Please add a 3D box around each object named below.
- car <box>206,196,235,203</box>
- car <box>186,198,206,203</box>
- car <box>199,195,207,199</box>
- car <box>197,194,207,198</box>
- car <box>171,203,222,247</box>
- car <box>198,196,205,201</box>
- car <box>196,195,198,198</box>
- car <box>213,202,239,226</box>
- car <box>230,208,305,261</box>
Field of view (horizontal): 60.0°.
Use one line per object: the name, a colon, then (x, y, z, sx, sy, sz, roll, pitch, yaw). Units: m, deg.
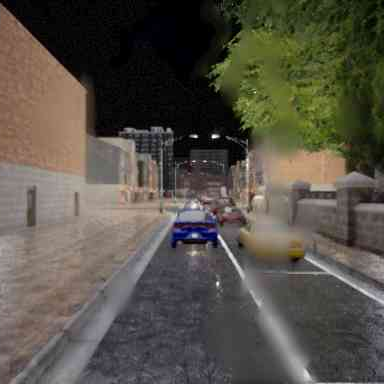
car: (2.641, 1.319, 28.301, 2.192, 1.841, 5.009, 1, 0, 0)
car: (0.093, 1.552, 29.046, 2.033, 1.411, 5.357, 0, 0, 0)
car: (2.632, 1.591, 54.731, 1.887, 1.381, 4.507, 1, 0, 0)
car: (2.627, 1.634, 71.043, 1.887, 1.381, 4.507, 1, 0, 0)
car: (0.094, 1.474, 14.939, 1.882, 1.535, 5.008, 0, 0, 0)
car: (2.621, 1.748, 92.793, 1.802, 1.307, 4.206, 0, 0, 0)
car: (2.628, 1.421, 76.481, 2.192, 1.841, 5.009, 1, 0, 0)
car: (2.640, 1.581, 22.852, 1.802, 1.307, 4.206, 1, 0, 0)
car: (2.644, 1.522, 12.123, 1.752, 1.417, 4.829, 1, 0, 0)
